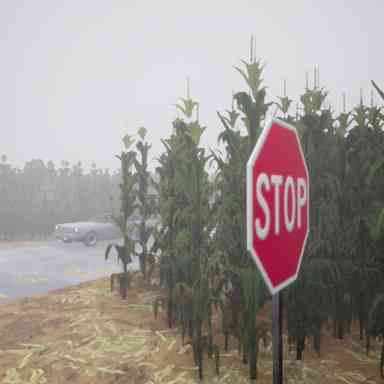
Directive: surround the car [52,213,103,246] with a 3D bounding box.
[{"bbox_3d":[-3.927,1.615,15.506,1.895,1.301,4.718,0,0,37],"label":"car"}]
